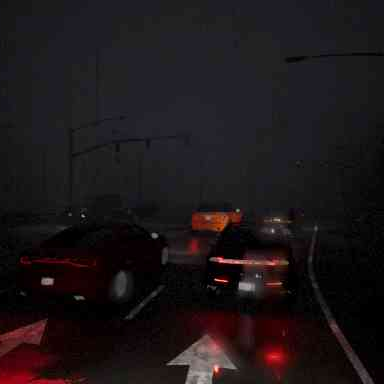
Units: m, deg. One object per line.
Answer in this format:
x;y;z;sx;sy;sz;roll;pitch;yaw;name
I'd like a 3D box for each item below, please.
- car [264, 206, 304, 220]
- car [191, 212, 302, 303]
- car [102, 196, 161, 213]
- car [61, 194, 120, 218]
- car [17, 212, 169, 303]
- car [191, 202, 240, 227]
4.617;1.505;17.228;1.837;1.490;4.892;0;0;21;car
1.548;1.492;8.347;2.128;1.511;4.902;0;0;13;car
-4.036;1.284;24.269;1.882;1.535;5.008;0;0;22;car
-7.356;1.206;25.395;2.150;2.045;5.566;0;0;22;car
-2.053;1.478;8.392;1.882;1.535;5.008;0;-1;13;car
1.568;1.352;18.892;2.097;1.767;4.553;0;0;20;car
